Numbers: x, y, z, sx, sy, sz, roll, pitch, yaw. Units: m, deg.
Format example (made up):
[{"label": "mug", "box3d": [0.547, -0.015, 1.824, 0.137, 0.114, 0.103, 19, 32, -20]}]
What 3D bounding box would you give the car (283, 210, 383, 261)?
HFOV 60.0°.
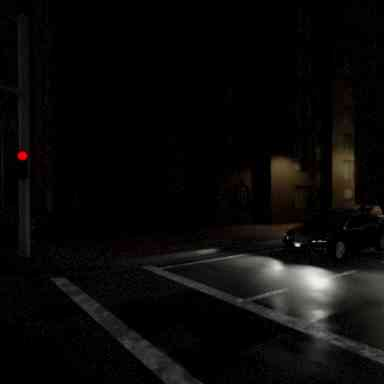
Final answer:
[{"label": "car", "box3d": [5.369, 1.440, 12.105, 4.892, 1.490, 1.837, 0, 0, -35]}]
